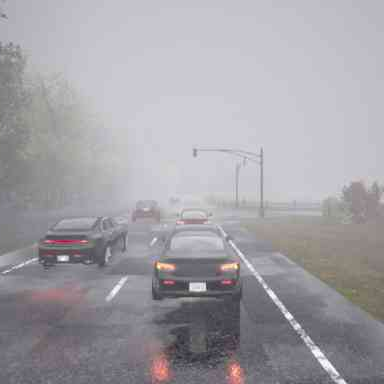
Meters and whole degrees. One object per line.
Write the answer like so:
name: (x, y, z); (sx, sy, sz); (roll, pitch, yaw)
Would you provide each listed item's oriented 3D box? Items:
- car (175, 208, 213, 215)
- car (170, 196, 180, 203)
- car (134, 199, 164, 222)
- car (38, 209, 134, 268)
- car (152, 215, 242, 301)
car: (0.106, 1.530, 17.095); (1.812, 1.442, 4.674); (0, 0, 0)
car: (-3.393, 1.480, 66.795); (1.882, 1.535, 5.008); (0, 0, 0)
car: (-3.396, 1.357, 26.602); (2.097, 1.767, 4.553); (0, 0, 0)
car: (-3.399, 1.507, 11.208); (1.837, 1.490, 4.892); (0, 0, 0)
car: (0.102, 1.528, 8.221); (1.812, 1.442, 4.674); (0, 0, 0)
